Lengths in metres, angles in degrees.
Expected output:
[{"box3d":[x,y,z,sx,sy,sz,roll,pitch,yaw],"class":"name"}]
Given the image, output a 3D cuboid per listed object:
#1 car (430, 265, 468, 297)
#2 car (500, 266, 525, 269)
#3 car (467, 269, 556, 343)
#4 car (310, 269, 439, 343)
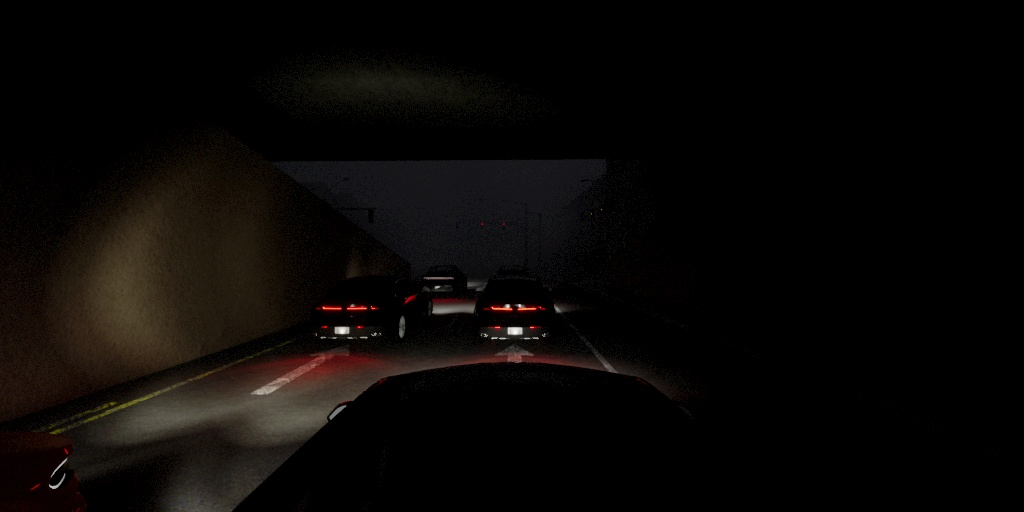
[{"box3d":[-3.481,1.242,18.984,2.128,1.511,4.902,0,0,-1],"class":"car"},{"box3d":[0.015,1.255,19.019,1.837,1.490,4.892,0,0,0],"class":"car"},{"box3d":[0.054,1.255,9.609,1.837,1.490,4.892,0,0,0],"class":"car"},{"box3d":[-3.446,1.255,9.667,1.837,1.490,4.892,0,0,0],"class":"car"}]
